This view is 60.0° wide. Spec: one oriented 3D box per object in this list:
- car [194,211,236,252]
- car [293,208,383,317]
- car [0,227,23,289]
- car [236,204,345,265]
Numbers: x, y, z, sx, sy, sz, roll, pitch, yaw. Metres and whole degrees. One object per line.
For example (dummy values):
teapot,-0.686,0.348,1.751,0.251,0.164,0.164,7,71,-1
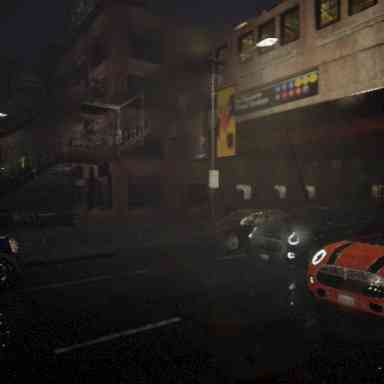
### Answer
car,2.430,1.427,13.594,4.892,1.521,2.231,0,0,-26
car,4.575,1.308,7.198,4.553,1.767,2.097,-1,0,-35
car,-6.363,1.360,7.364,4.553,1.767,2.185,0,0,-36
car,3.964,1.300,11.052,4.553,1.767,2.097,0,0,-35
